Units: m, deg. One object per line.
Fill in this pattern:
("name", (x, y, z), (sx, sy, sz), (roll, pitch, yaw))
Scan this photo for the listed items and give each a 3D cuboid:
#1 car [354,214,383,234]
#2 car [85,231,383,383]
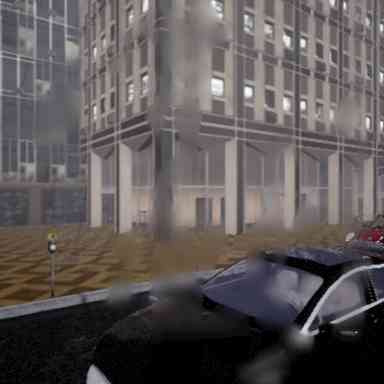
("car", (6.835, 1.443, 11.057), (4.097, 1.590, 1.967), (0, 0, -36))
("car", (1.260, 1.494, 3.964), (4.902, 1.511, 2.128), (0, 0, -35))
